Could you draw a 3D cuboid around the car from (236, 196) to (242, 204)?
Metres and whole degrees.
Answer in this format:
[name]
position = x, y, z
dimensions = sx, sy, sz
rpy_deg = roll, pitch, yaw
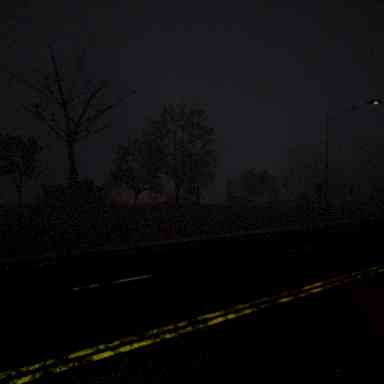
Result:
[car]
position = 8.312, 1.304, 53.765
dimensions = 1.882, 1.535, 5.008
rpy_deg = 1, -1, -35
